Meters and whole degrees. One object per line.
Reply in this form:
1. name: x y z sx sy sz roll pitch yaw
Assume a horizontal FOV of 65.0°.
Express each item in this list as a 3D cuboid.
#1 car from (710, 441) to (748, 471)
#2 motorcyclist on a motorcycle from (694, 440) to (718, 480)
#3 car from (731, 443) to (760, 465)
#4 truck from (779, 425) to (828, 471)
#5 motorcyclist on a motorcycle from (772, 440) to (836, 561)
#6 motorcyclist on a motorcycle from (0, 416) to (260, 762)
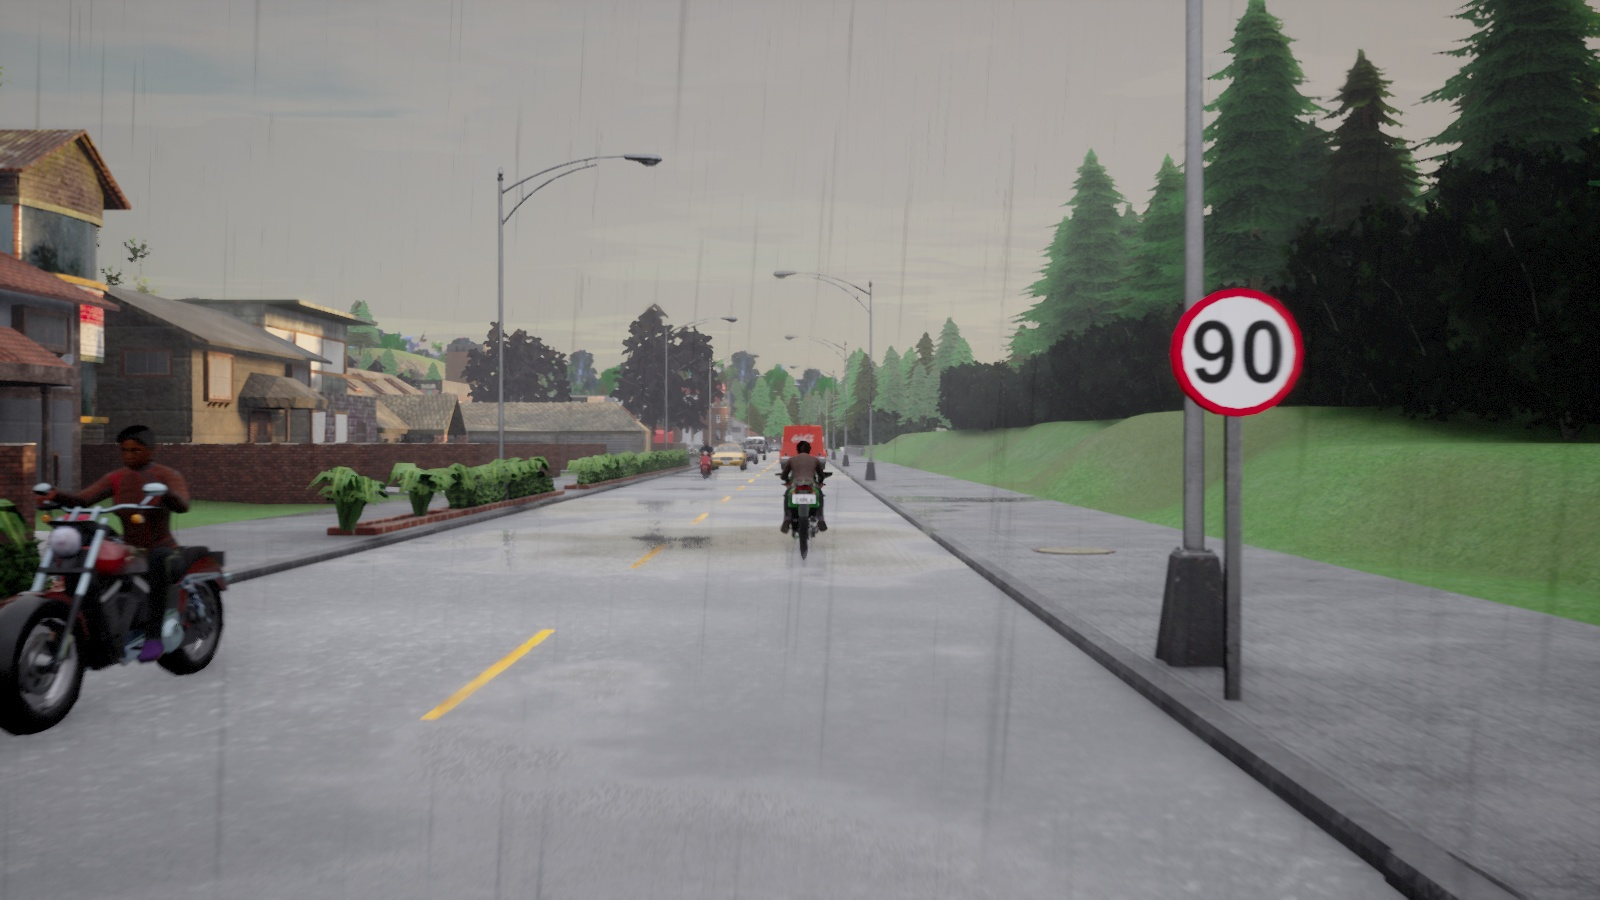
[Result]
1. car: -3.821 0.297 68.336 1.801 1.575 5.366 0 0 0
2. motorcyclist on a motorcycle: -3.861 0.405 51.825 0.866 1.590 1.817 0 0 0
3. car: -3.789 0.266 87.128 1.816 1.474 4.193 0 0 0
4. truck: 0.185 -0.138 70.607 2.627 2.467 5.204 0 0 0
5. motorcyclist on a motorcycle: 0.053 0.633 16.749 0.797 1.523 2.044 0 0 0
6. motorcyclist on a motorcycle: -3.970 0.653 7.156 0.766 1.649 2.350 0 0 0
